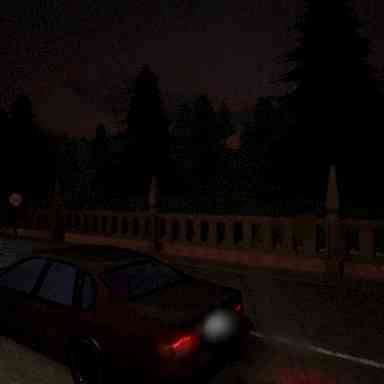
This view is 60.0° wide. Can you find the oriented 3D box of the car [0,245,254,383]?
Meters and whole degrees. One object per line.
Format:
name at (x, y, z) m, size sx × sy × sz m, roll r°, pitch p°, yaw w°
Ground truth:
car at (-1.777, 1.589, 5.235) m, size 5.357 × 1.411 × 2.033 m, roll -1°, pitch 0°, yaw 35°
